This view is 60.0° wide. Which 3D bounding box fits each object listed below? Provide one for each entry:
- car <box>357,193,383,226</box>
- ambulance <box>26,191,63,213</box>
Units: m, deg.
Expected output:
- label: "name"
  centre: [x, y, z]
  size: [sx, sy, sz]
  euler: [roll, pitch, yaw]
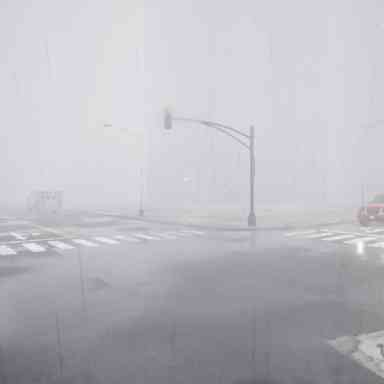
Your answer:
- label: "car"
  centre: [12.540, 1.062, 20.618]
  size: [5.566, 2.045, 2.150]
  euler: [-1, 0, -35]
- label: "ambulance"
  centre: [-16.752, 1.059, 37.388]
  size: [2.351, 2.431, 6.366]
  euler: [0, 0, -40]
